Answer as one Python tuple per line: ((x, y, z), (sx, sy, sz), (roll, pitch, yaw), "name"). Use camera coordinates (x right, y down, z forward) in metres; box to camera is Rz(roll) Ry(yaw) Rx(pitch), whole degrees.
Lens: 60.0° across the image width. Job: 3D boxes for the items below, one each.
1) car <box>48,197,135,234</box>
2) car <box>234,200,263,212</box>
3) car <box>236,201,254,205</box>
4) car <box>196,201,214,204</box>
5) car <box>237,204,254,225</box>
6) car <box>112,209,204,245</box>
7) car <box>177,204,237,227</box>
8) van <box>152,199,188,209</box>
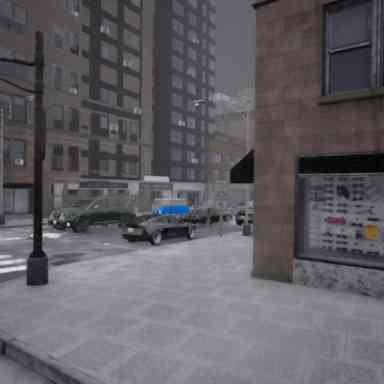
((-5.960, 1.330, 20.614), (2.150, 2.045, 5.566), (1, 0, 36), "car")
((7.519, 1.814, 43.724), (1.752, 1.417, 4.829), (0, 0, 36), "car")
((6.014, 1.799, 37.214), (1.812, 1.442, 4.674), (1, 0, 36), "car")
((1.193, 1.636, 34.944), (1.967, 1.590, 4.097), (1, 0, 36), "car")
((4.893, 1.845, 25.499), (1.947, 1.339, 4.313), (0, 0, 36), "car")
((-1.535, 1.759, 16.581), (1.947, 1.339, 4.313), (1, 0, 36), "car")
((1.242, 1.819, 25.208), (1.895, 1.301, 4.718), (1, 0, 36), "car")
((-2.020, 1.492, 30.485), (1.690, 1.788, 3.998), (1, 0, 36), "van")
